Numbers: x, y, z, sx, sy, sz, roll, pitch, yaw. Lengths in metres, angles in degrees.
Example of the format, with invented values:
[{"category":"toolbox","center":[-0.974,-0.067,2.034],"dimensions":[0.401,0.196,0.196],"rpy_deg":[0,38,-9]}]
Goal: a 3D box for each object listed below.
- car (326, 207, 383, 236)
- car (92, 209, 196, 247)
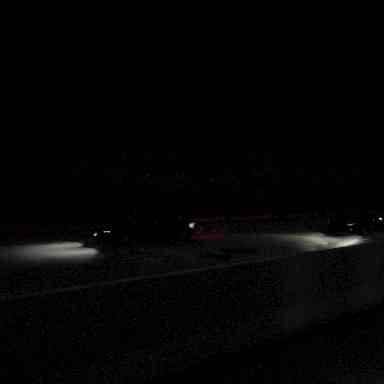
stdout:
[{"category":"car","center":[9.986,1.655,19.710],"dimensions":[5.008,1.535,1.882],"rpy_deg":[1,0,-35]},{"category":"car","center":[-2.091,1.570,15.396],"dimensions":[4.892,1.490,1.837],"rpy_deg":[1,0,-35]}]
